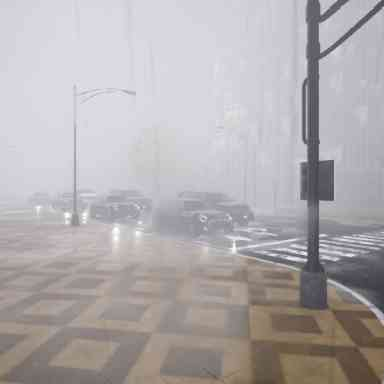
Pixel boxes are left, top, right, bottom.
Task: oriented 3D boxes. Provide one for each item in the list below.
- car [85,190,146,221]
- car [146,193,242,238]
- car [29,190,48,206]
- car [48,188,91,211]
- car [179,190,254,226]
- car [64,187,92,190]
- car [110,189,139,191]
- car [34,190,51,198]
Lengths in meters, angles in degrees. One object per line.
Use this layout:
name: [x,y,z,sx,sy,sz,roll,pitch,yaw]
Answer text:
car: [-5.464,0.965,23.355,2.097,1.767,4.553,0,1,-38]
car: [-0.051,1.125,16.510,2.097,1.767,4.553,0,1,-38]
car: [-17.808,0.772,39.097,1.812,1.442,4.674,0,1,-38]
car: [-11.496,0.786,31.019,2.097,1.767,4.553,0,1,-38]
car: [1.141,0.951,20.205,2.150,2.045,5.566,0,1,-40]
car: [-12.098,0.558,37.067,2.150,2.045,5.566,0,1,-37]
car: [-5.481,0.754,28.630,2.150,2.045,5.566,0,1,-38]
car: [-28.714,0.281,63.768,1.812,1.442,4.674,0,1,-38]
